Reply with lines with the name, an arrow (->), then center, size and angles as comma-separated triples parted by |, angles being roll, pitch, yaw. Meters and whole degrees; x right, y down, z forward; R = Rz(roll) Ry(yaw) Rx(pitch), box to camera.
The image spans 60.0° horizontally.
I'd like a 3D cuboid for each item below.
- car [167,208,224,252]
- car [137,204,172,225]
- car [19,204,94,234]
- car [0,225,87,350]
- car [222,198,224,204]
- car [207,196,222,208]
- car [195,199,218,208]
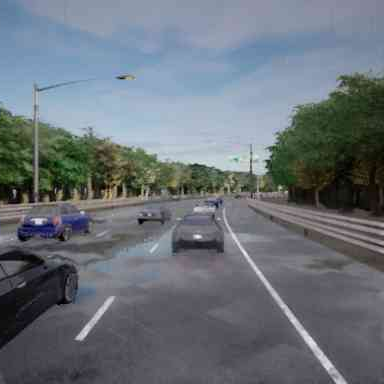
car -> 0.276, 1.569, 13.905 | 1.994, 1.385, 4.181 | 0, 0, 2
car -> -2.626, 1.550, 24.202 | 2.033, 1.411, 5.357 | 0, 0, 4
car -> -6.508, 1.343, 16.443 | 2.097, 1.767, 4.553 | 0, 0, 2
car -> -3.334, 1.520, 5.119 | 1.812, 1.442, 4.674 | 0, 0, 1
car -> 4.608, 1.500, 59.888 | 1.837, 1.490, 4.892 | 0, 0, 9
car -> 2.755, 1.483, 46.162 | 1.882, 1.535, 5.008 | 0, 0, 7
car -> 1.217, 1.612, 30.648 | 1.895, 1.301, 4.718 | 0, 0, 5
